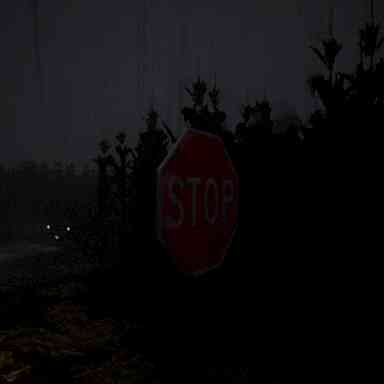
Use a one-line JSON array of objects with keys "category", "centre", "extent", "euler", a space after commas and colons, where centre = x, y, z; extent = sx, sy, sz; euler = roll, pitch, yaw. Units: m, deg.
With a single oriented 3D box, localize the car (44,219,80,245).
[{"category": "car", "centre": [-4.485, 1.609, 15.911], "extent": [1.895, 1.301, 4.718], "euler": [0, 0, 35]}]
